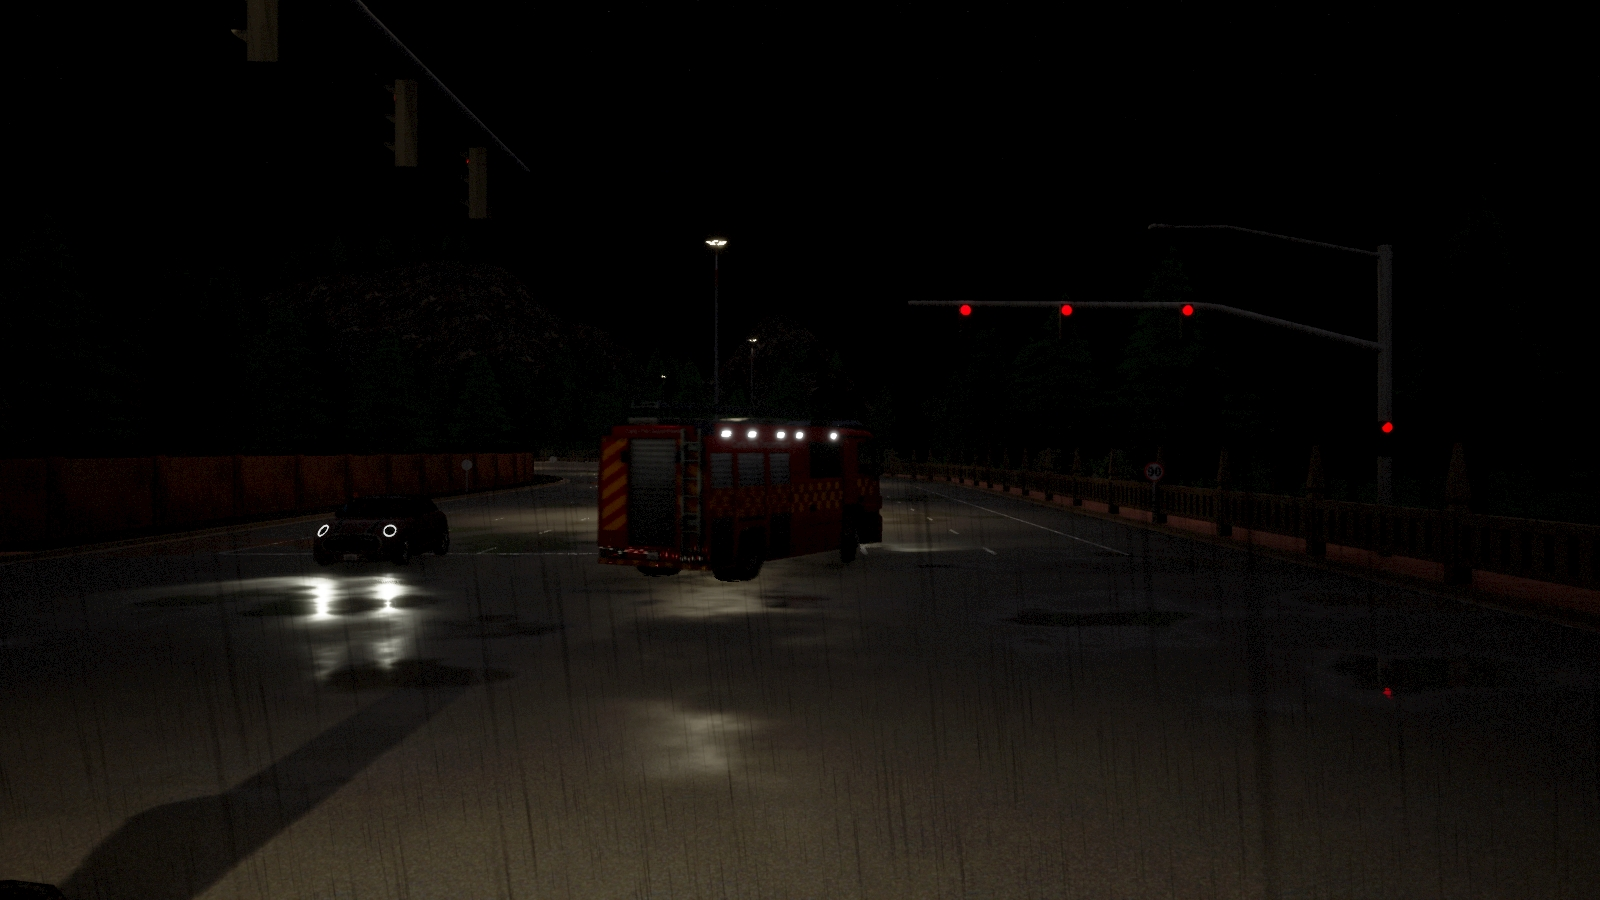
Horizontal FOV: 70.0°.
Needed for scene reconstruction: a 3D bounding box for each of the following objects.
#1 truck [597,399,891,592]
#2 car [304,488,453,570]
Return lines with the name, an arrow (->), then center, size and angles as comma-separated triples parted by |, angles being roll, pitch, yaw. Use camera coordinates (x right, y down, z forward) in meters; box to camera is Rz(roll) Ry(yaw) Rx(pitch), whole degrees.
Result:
truck -> -0.945, 0.890, 27.082 | 2.891, 3.827, 8.468 | 0, 0, 29
car -> -10.504, 1.906, 28.861 | 2.097, 1.767, 4.553 | 0, 0, 0
